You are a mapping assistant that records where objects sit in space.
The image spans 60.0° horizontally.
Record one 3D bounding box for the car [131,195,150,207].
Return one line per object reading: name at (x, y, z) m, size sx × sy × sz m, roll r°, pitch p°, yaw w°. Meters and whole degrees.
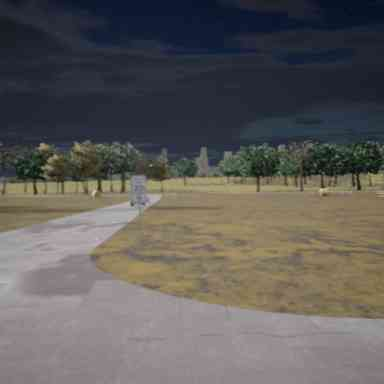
car at (-7.538, 1.257, 47.596) m, size 1.837 × 1.490 × 4.892 m, roll -2°, pitch 0°, yaw -3°
